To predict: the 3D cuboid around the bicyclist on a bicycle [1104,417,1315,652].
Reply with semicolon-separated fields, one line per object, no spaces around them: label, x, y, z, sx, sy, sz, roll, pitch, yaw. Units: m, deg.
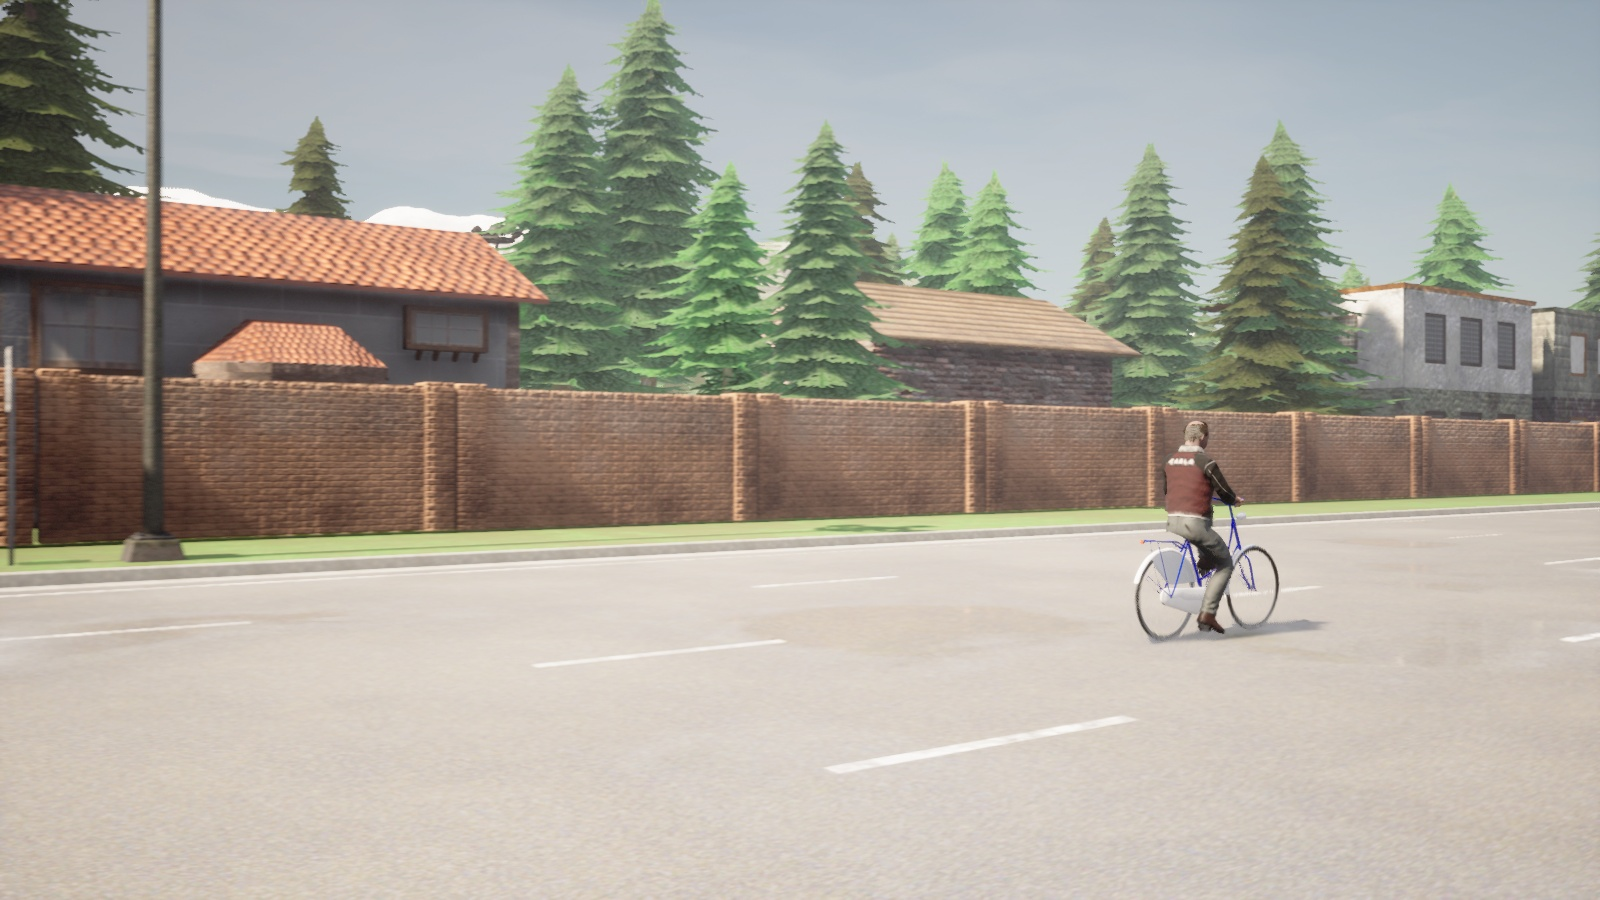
bicyclist on a bicycle;3.370;0.633;10.269;1.843;1.776;0.659;0;0;-35
